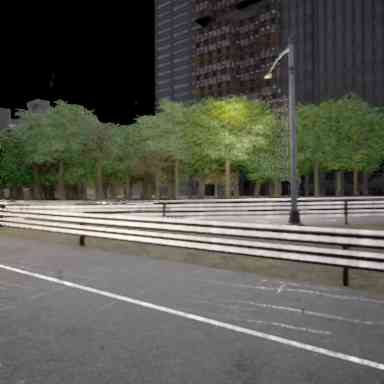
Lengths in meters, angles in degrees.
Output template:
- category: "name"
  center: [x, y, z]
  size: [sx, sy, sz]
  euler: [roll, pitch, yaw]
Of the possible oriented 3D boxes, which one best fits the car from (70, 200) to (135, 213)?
- category: "car"
  center: [-6.810, 1.369, 25.149]
  size: [4.902, 1.511, 2.128]
  euler: [-1, 0, 9]
